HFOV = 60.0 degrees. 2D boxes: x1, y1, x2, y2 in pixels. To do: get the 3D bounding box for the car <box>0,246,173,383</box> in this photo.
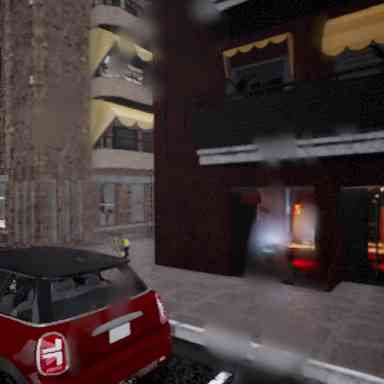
[{"bbox_3d":[-2.316,1.477,4.530,4.097,1.590,1.967,-1,0,36],"label":"car"}]
